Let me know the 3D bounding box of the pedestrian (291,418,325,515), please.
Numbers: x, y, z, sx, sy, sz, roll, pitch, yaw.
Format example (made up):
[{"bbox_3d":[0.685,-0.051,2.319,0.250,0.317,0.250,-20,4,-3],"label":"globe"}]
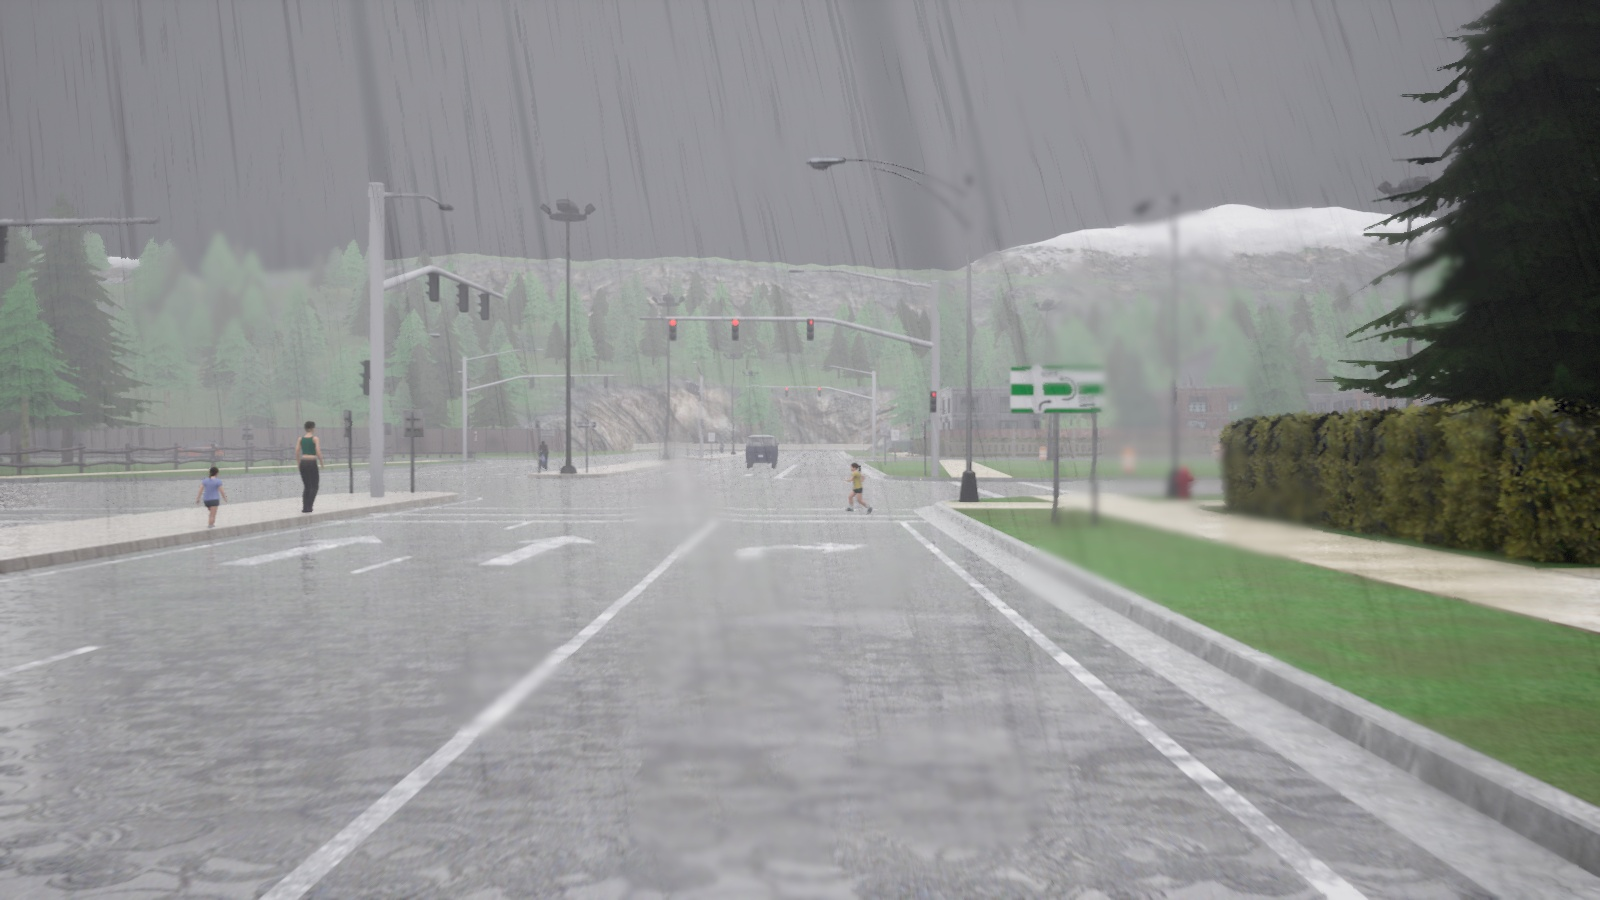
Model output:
[{"bbox_3d":[-9.513,0.314,24.278,0.345,1.836,0.594,0,0,10],"label":"pedestrian"}]

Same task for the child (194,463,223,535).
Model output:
[{"bbox_3d":[-9.326,0.763,19.800,0.255,1.110,0.394,0,0,4],"label":"child"}]

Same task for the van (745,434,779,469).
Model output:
[{"bbox_3d":[-2.255,0.073,75.012,1.775,1.987,4.442,0,0,1],"label":"van"}]

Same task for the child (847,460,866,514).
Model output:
[{"bbox_3d":[1.180,0.768,26.201,0.394,1.110,0.255,0,0,0],"label":"child"}]
